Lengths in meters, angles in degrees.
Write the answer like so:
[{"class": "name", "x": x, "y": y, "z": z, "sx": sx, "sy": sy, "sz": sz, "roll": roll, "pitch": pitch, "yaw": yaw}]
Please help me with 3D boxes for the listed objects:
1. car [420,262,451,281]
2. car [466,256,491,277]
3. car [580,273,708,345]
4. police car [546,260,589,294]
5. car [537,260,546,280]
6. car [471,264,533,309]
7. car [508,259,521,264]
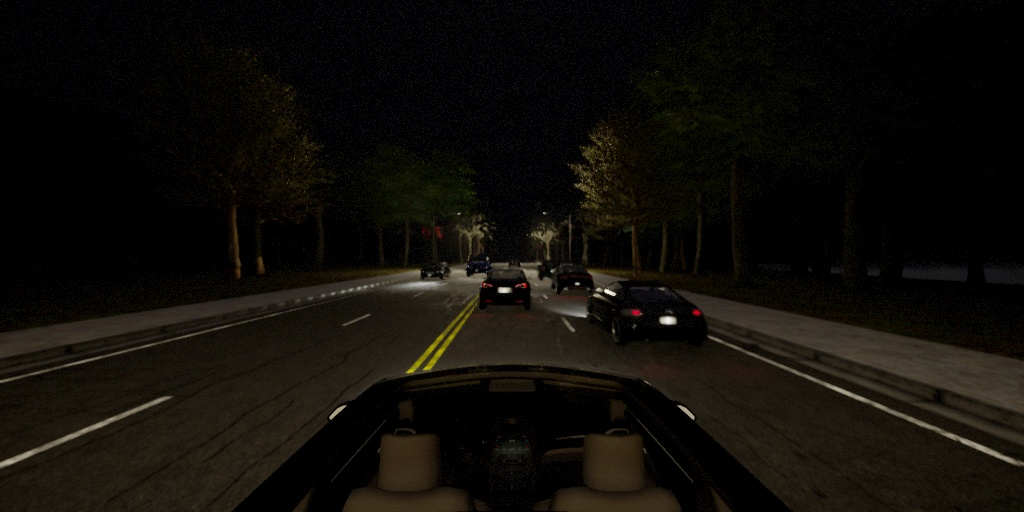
[{"class": "car", "x": -6.502, "y": 1.265, "z": 30.850, "sx": 2.128, "sy": 1.511, "sz": 4.902, "roll": 0, "pitch": 0, "yaw": 0}, {"class": "car", "x": -3.219, "y": 1.003, "z": 35.670, "sx": 2.150, "sy": 2.045, "sz": 5.566, "roll": 0, "pitch": 0, "yaw": 0}, {"class": "car", "x": 3.258, "y": 1.318, "z": 9.481, "sx": 1.994, "sy": 1.385, "sz": 4.181, "roll": 0, "pitch": 0, "yaw": 0}, {"class": "police car", "x": 3.291, "y": 1.188, "z": 20.582, "sx": 1.930, "sy": 1.638, "sz": 5.238, "roll": 0, "pitch": 0, "yaw": 0}, {"class": "car", "x": 3.345, "y": 1.127, "z": 31.433, "sx": 2.097, "sy": 1.767, "sz": 4.553, "roll": 0, "pitch": 0, "yaw": 0}, {"class": "car", "x": -0.208, "y": 1.262, "z": 15.047, "sx": 2.163, "sy": 1.488, "sz": 4.792, "roll": 0, "pitch": 0, "yaw": 2}, {"class": "car", "x": 0.428, "y": 1.319, "z": 58.608, "sx": 1.837, "sy": 1.490, "sz": 4.892, "roll": 0, "pitch": 0, "yaw": 1}]
